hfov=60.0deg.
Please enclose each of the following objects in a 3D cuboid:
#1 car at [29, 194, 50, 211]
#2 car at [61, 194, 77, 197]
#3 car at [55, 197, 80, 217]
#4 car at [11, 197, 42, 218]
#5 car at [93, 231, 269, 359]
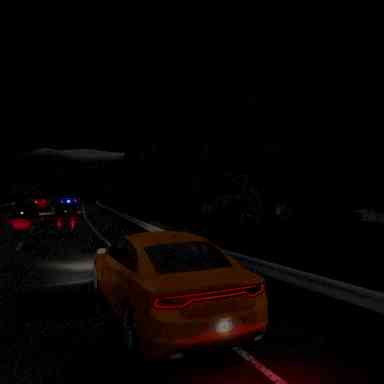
[{"bbox_3d":[-18.447,1.225,40.061,2.150,2.045,5.566,0,0,-19],"label":"car"},{"bbox_3d":[-15.280,1.224,41.449,2.150,2.045,5.566,0,0,-18],"label":"car"},{"bbox_3d":[-11.873,1.493,31.547,2.128,1.511,4.902,0,0,-19],"label":"car"},{"bbox_3d":[-15.051,1.508,30.163,1.837,1.490,4.892,0,0,-19],"label":"car"},{"bbox_3d":[-0.636,1.478,6.294,1.882,1.535,5.008,0,0,-25],"label":"car"}]
